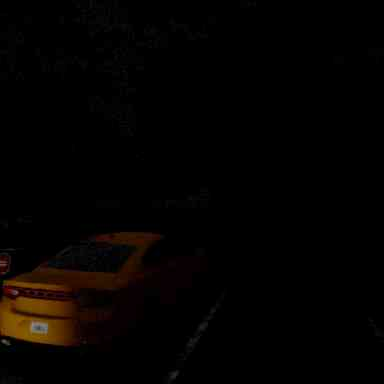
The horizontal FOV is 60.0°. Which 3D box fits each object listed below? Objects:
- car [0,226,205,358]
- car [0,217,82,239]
[{"bbox_3d":[-1.112,1.489,6.316,2.097,1.535,5.008,0,-1,16],"label":"car"},{"bbox_3d":[-3.509,1.364,8.047,2.185,1.767,4.553,0,-1,17],"label":"car"}]
